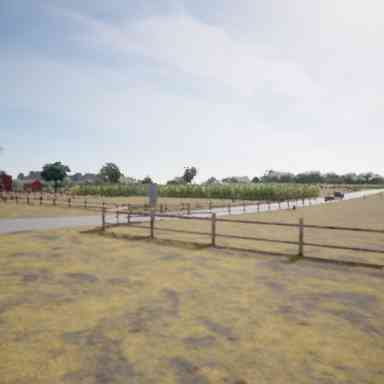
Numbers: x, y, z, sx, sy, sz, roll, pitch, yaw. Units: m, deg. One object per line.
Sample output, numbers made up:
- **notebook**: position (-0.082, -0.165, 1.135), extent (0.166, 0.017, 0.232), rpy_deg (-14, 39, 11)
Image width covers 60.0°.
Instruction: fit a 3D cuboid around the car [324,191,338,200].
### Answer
- **car**: position (36.247, 1.359, 87.517), extent (1.882, 1.535, 5.008), rpy_deg (-1, 1, 36)
